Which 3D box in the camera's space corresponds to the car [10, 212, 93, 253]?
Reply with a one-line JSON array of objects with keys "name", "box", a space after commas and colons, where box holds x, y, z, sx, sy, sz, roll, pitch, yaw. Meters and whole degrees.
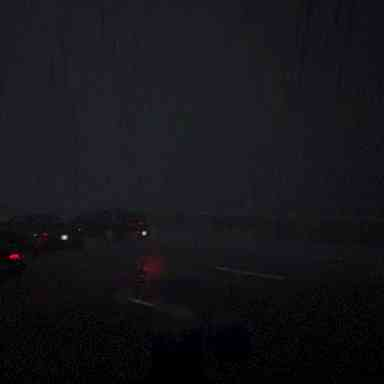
[{"name": "car", "box": [-5.985, 1.506, 12.542, 4.181, 1.385, 1.994, 1, 0, 36]}]

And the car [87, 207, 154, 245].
[{"name": "car", "box": [-3.973, 1.448, 15.405, 4.892, 1.490, 1.837, 1, 0, 36]}]

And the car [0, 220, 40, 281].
[{"name": "car", "box": [-6.385, 1.504, 8.515, 5.357, 1.411, 2.033, 1, 0, 36]}]
